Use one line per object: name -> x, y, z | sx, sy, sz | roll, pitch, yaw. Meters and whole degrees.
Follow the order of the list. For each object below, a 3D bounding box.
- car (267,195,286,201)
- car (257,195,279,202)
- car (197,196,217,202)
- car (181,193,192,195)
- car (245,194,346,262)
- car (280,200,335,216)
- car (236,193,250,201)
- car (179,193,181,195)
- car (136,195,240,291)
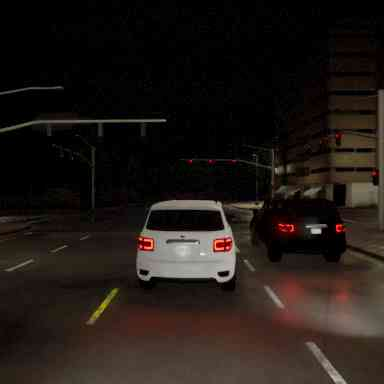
car -> 21.912, 1.524, 86.309 | 4.674, 1.442, 1.812 | 0, 0, -22
car -> 18.268, 1.540, 80.287 | 5.357, 1.411, 2.033 | 0, 0, -33
car -> 3.398, 1.540, 75.105 | 2.033, 1.411, 5.357 | 0, 0, 34
car -> -1.463, 1.222, 64.651 | 2.150, 2.045, 5.566 | 0, 0, 18
car -> 3.588, 1.221, 12.245 | 2.150, 2.045, 5.566 | 0, 0, 0
car -> 11.466, 1.558, 33.208 | 4.892, 1.490, 1.837 | 0, 0, 0
car -> 13.140, 1.225, 80.799 | 5.566, 2.045, 2.150 | 0, 0, -41
car -> -3.297, 1.352, 51.962 | 2.097, 1.767, 4.553 | 0, 0, 3
car -> 0.024, 1.221, 9.222 | 2.150, 2.045, 5.566 | 0, 0, 4
